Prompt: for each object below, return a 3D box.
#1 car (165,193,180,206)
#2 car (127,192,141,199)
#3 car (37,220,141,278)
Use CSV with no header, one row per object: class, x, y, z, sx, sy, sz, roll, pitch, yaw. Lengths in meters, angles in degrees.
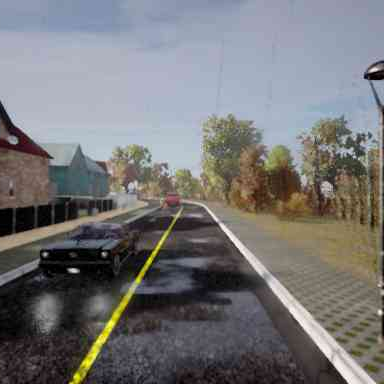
car,-3.091,1.161,53.190,2.150,2.045,5.566,1,0,-4
car,-15.285,0.835,86.355,2.097,1.767,4.553,0,1,-42
car,-2.847,1.592,10.221,1.895,1.301,4.718,0,0,0
